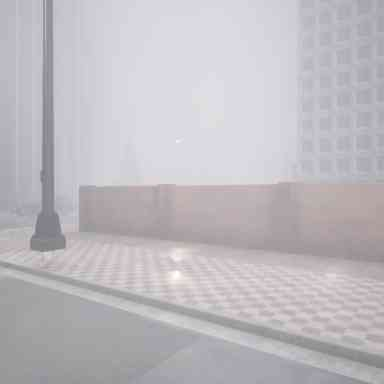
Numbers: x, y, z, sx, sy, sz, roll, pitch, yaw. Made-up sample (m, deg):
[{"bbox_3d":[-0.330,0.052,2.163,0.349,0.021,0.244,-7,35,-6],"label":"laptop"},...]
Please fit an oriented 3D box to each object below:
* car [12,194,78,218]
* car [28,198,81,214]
[{"bbox_3d":[-13.752,1.221,31.135,2.150,2.045,5.566,0,0,35],"label":"car"},{"bbox_3d":[-14.711,1.478,35.855,1.882,1.535,5.008,0,0,35],"label":"car"}]
